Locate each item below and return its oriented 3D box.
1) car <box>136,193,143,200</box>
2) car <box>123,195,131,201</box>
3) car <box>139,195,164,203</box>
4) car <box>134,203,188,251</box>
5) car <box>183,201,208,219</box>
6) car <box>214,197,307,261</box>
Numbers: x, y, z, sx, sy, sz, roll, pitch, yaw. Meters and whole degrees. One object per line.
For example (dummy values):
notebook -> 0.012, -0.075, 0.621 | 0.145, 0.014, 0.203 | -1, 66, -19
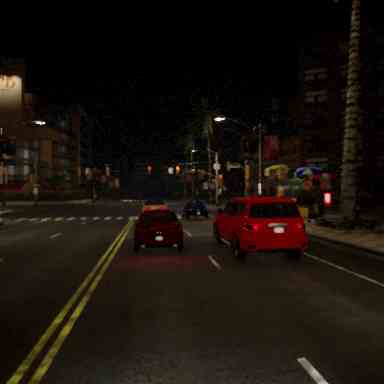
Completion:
car -> -14.659, 1.316, 93.864 | 2.150, 2.045, 5.566 | 0, 0, -7
car -> -18.084, 1.661, 93.047 | 1.994, 1.385, 4.181 | 0, 0, -7
car -> -3.099, 1.371, 27.926 | 2.097, 1.767, 4.553 | 0, 0, -6
car -> -1.438, 1.487, 14.291 | 1.882, 1.535, 5.008 | 0, 0, -6
car -> 0.286, 1.527, 29.148 | 1.812, 1.442, 4.674 | 0, 0, -6
car -> 2.281, 1.212, 12.508 | 2.150, 2.045, 5.566 | 0, 0, -6
